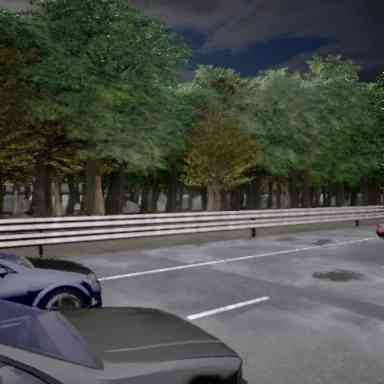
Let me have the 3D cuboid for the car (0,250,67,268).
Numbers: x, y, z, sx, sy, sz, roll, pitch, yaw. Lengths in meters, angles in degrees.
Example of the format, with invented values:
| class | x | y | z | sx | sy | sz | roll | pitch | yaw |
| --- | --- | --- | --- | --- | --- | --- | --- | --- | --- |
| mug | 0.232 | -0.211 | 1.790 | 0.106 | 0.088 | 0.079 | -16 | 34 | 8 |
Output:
| class | x | y | z | sx | sy | sz | roll | pitch | yaw |
| --- | --- | --- | --- | --- | --- | --- | --- | --- | --- |
| car | -3.662 | 1.565 | 5.433 | 4.181 | 1.385 | 1.994 | 1 | 0 | -36 |

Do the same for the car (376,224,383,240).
| class | x | y | z | sx | sy | sz | roll | pitch | yaw |
| --- | --- | --- | --- | --- | --- | --- | --- | --- | --- |
| car | 10.757 | 1.724 | 15.747 | 4.718 | 1.301 | 1.895 | 0 | 0 | -36 |

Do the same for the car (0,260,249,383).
| class | x | y | z | sx | sy | sz | roll | pitch | yaw |
| --- | --- | --- | --- | --- | --- | --- | --- | --- | --- |
| car | -2.052 | 1.545 | 2.285 | 5.357 | 1.411 | 2.033 | 0 | 0 | -36 |
